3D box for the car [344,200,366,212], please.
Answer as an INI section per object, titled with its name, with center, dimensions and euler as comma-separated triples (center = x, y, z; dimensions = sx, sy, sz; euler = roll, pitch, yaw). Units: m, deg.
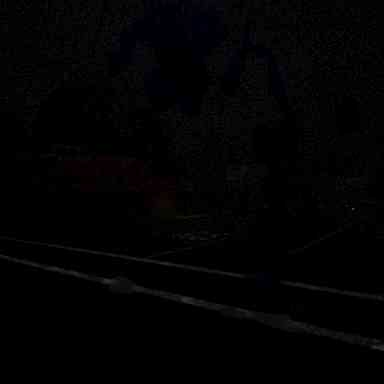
[car]
center = 19.494, 1.649, 39.586
dimensions = 1.895, 1.301, 4.718
euler = 0, 0, 34
